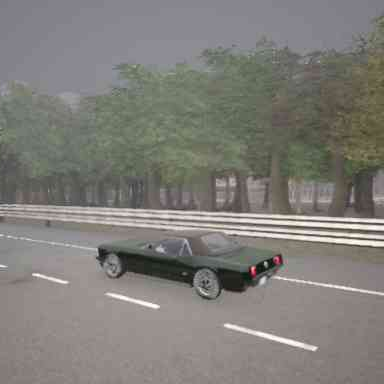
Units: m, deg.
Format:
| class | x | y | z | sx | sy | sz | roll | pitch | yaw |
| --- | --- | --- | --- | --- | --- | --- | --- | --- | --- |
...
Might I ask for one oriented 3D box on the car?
| class | x | y | z | sx | sy | sz | roll | pitch | yaw |
| --- | --- | --- | --- | --- | --- | --- | --- | --- | --- |
| car | -0.299 | 1.604 | 8.388 | 4.718 | 1.301 | 1.895 | 0 | 0 | 36 |
